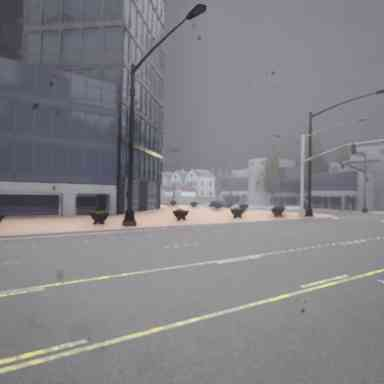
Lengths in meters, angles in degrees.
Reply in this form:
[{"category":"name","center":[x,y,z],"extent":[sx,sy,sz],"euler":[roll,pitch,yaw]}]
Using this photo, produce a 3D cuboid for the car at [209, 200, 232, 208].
[{"category":"car","center":[4.769,2.018,55.889],"extent":[1.994,1.385,4.181],"euler":[2,-1,-35]}]
